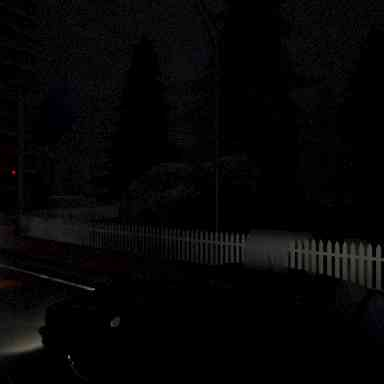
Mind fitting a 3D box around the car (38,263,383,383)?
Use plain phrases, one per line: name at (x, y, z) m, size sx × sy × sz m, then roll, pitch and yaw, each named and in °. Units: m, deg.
car at (0.574, 1.547, 3.585) m, size 5.357 × 1.411 × 2.033 m, roll 0°, pitch 0°, yaw 36°
